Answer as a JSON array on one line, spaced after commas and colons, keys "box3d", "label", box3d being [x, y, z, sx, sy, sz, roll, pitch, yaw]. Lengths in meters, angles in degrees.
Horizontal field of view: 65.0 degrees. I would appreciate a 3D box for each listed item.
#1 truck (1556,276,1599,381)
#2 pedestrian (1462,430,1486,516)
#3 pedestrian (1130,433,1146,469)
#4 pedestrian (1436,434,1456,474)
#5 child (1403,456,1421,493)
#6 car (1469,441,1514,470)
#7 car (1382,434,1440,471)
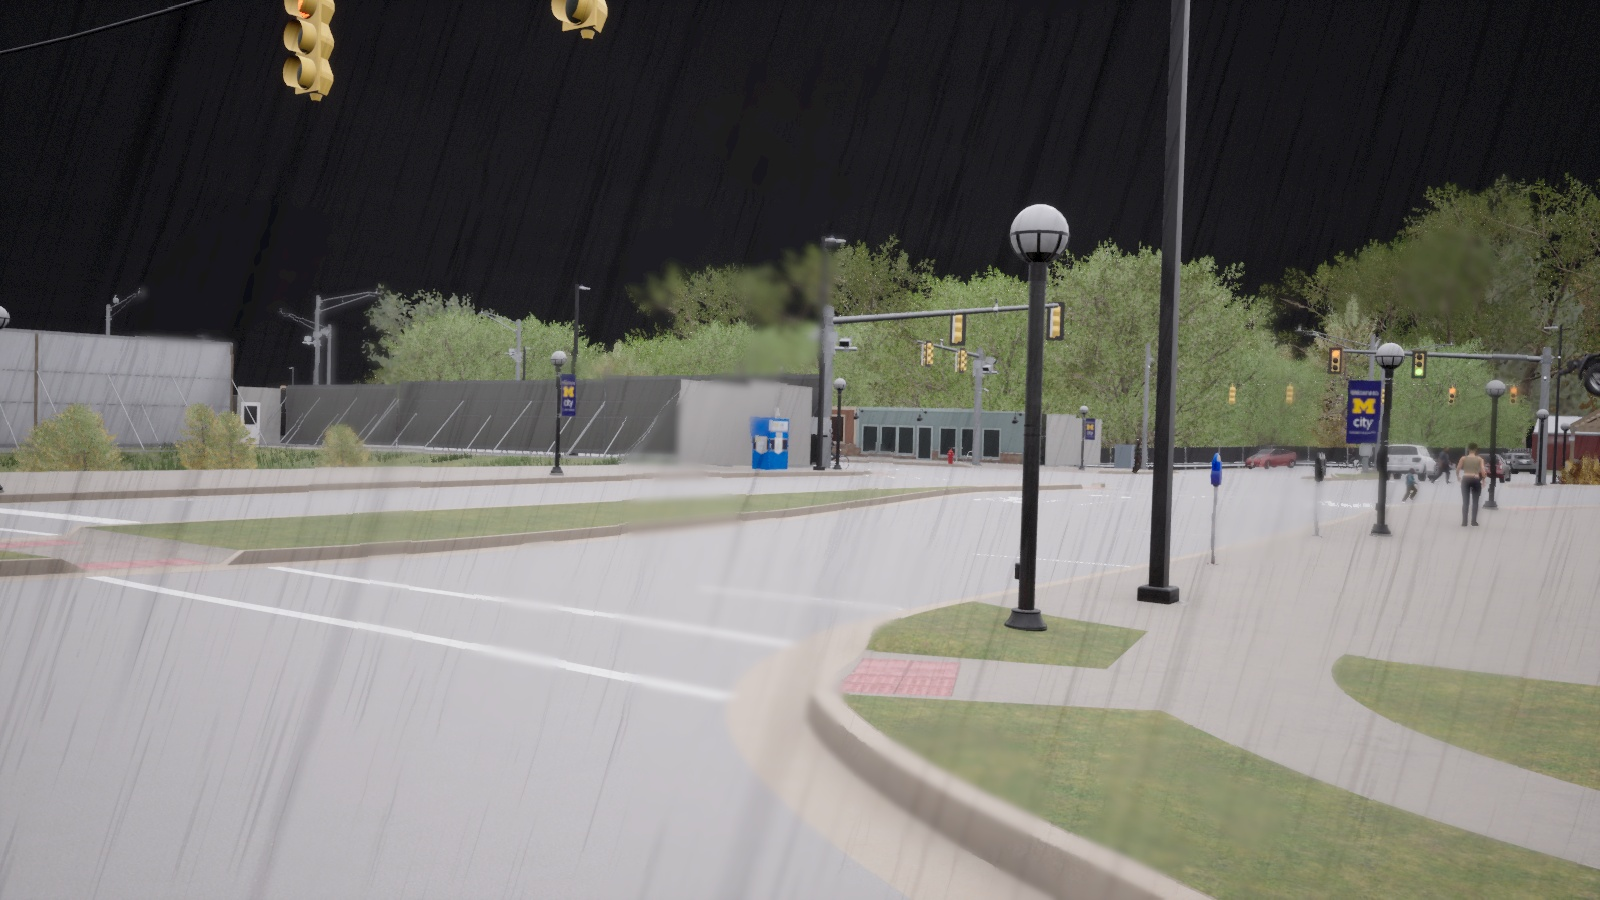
[{"box3d": [30.159, -4.363, 42.208, 7.936, 3.462, 2.891, -3, 2, 32], "label": "truck"}, {"box3d": [14.641, 0.493, 27.288, 0.345, 1.836, 0.594, 2, 2, 34], "label": "pedestrian"}, {"box3d": [18.257, 0.047, 67.894, 0.692, 1.930, 0.395, 2, 2, 41], "label": "pedestrian"}, {"box3d": [29.735, 0.173, 57.800, 0.694, 1.848, 0.540, 2, 2, 39], "label": "pedestrian"}, {"box3d": [19.825, 0.795, 40.696, 0.448, 1.192, 0.343, 2, 2, 36], "label": "child"}, {"box3d": [40.738, 0.293, 73.917, 1.851, 1.617, 3.988, 0, 1, 36], "label": "car"}, {"box3d": [35.004, 0.158, 71.878, 2.150, 2.045, 5.566, 0, 0, 35], "label": "car"}]
